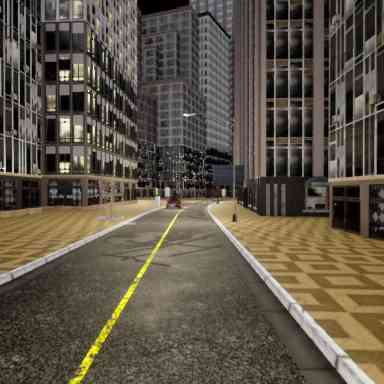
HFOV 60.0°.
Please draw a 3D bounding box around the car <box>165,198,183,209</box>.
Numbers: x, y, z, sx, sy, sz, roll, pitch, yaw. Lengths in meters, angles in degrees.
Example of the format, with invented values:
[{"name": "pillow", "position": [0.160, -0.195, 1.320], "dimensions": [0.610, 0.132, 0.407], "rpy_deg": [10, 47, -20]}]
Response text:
[{"name": "car", "position": [-2.466, 1.586, 45.941], "dimensions": [1.812, 1.442, 4.674], "rpy_deg": [0, 0, 3]}]
